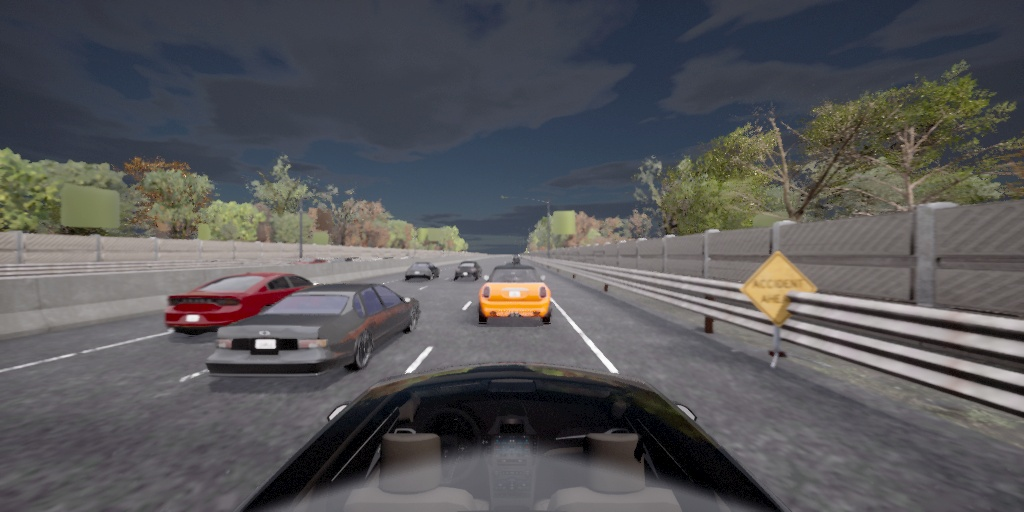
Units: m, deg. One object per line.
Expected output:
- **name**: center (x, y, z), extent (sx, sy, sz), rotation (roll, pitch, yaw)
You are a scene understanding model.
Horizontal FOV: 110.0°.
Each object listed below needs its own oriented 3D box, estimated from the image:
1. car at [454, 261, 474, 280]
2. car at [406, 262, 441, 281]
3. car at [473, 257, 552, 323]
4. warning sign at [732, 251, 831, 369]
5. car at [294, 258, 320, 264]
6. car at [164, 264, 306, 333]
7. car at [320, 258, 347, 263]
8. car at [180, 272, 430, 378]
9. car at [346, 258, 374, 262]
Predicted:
- **car**: center (-3.411, 1.119, 28.501), extent (1.812, 1.442, 4.674), rotation (0, 0, 0)
- **car**: center (-6.912, 1.160, 28.109), extent (1.994, 1.385, 4.181), rotation (0, 0, 0)
- **car**: center (0.083, 1.043, 11.957), extent (2.097, 1.767, 4.553), rotation (0, 0, 0)
- **warning sign**: center (4.550, 0.840, 6.146), extent (1.300, 1.860, 1.060), rotation (0, 0, 0)
- **car**: center (-24.573, 0.981, 43.888), extent (1.882, 1.535, 5.008), rotation (0, 0, 0)
- **car**: center (-6.922, 1.178, 10.262), extent (1.882, 1.535, 5.008), rotation (0, 0, 0)
- **car**: center (-21.077, 1.008, 44.172), extent (1.837, 1.490, 4.892), rotation (0, 0, 0)
- **car**: center (-3.435, 1.264, 7.536), extent (2.033, 1.411, 5.357), rotation (0, 0, 0)
- **car**: center (-17.585, 1.109, 43.045), extent (1.895, 1.301, 4.718), rotation (0, 0, 0)
